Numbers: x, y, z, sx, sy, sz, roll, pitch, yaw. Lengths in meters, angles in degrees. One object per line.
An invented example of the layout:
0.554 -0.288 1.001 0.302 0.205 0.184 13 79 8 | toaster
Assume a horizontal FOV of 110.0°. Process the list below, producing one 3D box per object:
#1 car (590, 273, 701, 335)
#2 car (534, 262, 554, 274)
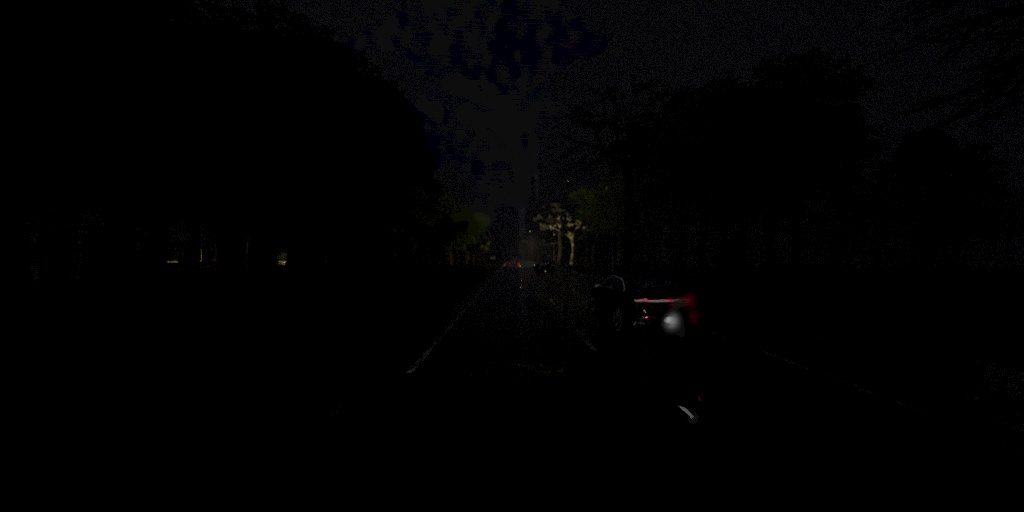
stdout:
3.596 1.243 10.516 2.128 1.511 4.902 0 0 0 | car
3.585 1.379 40.895 1.895 1.301 4.718 0 0 0 | car
